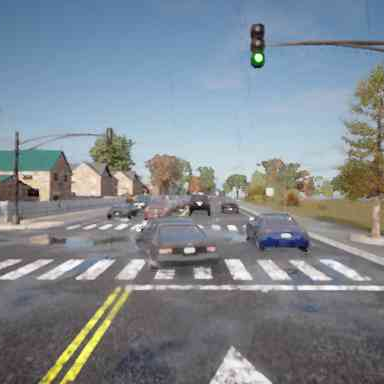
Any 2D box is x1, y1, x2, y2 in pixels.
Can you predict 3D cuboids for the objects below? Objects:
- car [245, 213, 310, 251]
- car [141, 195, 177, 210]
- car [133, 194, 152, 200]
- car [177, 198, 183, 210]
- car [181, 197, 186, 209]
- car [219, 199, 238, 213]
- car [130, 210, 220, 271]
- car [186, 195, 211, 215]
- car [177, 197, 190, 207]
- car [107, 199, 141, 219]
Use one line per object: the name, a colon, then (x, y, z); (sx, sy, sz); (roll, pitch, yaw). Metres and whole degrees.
car: (3.509, 1.589, 14.322); (1.994, 1.385, 4.181); (0, 0, 1)
car: (-2.816, 1.414, 29.043); (2.097, 1.767, 4.553); (0, 0, 2)
car: (-5.655, 1.314, 39.450); (2.150, 2.045, 5.566); (0, 0, 3)
car: (-2.466, 1.687, 37.986); (1.895, 1.301, 4.718); (0, 0, 3)
car: (-1.995, 1.640, 46.978); (1.812, 1.442, 4.674); (0, 0, 4)
car: (4.229, 1.586, 37.987); (1.837, 1.490, 4.892); (0, 0, 2)
car: (-0.721, 1.566, 11.060); (2.033, 1.411, 5.357); (0, 0, -15)
car: (0.846, 1.297, 35.013); (2.150, 2.045, 5.566); (0, 0, 2)
car: (-1.368, 1.678, 57.070); (1.812, 1.442, 4.674); (0, 0, 3)
car: (-6.054, 1.628, 29.302); (1.994, 1.385, 4.181); (0, 0, 2)
